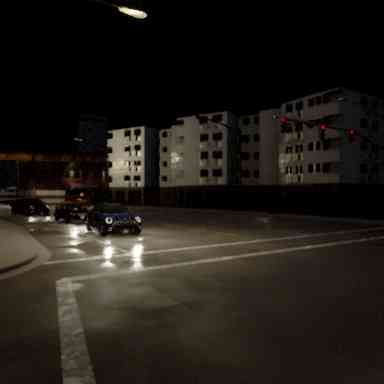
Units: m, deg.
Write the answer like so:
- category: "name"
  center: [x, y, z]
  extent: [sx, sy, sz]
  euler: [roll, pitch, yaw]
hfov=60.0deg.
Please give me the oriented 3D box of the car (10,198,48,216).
- category: "car"
  center: [-16.416, 1.489, 33.840]
  extent: [4.553, 1.767, 2.097]
  euler: [0, 0, 38]

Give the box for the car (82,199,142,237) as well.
- category: "car"
  center: [-4.523, 1.452, 19.042]
  extent: [2.097, 1.767, 4.553]
  euler: [0, 0, -31]

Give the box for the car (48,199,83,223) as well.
- category: "car"
  center: [-9.569, 1.614, 26.585]
  extent: [2.128, 1.511, 4.902]
  euler: [0, 0, -37]

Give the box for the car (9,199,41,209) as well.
- category: "car"
  center: [-25.523, 1.758, 50.804]
  extent: [4.181, 1.385, 1.994]
  euler: [0, 0, 18]

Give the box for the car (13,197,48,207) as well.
- category: "car"
  center: [-26.671, 1.691, 54.966]
  extent: [5.008, 1.535, 1.882]
  euler: [0, 0, 13]

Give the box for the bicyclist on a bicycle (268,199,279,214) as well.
- category: "bicyclist on a bicycle"
  center: [8.748, 1.532, 35.577]
  extent: [1.656, 1.620, 0.582]
  euler: [0, 0, -33]
